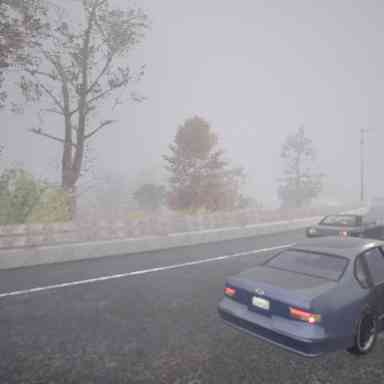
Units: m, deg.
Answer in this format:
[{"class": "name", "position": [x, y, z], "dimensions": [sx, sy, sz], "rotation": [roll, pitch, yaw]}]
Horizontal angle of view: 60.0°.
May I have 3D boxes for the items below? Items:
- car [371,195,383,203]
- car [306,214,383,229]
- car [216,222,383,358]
[{"class": "car", "position": [36.760, 1.318, 65.293], "dimensions": [1.837, 1.490, 4.892], "rotation": [0, 0, 12]}, {"class": "car", "position": [6.897, 1.606, 14.427], "dimensions": [4.718, 1.301, 1.895], "rotation": [0, 0, -43]}, {"class": "car", "position": [2.884, 1.550, 6.089], "dimensions": [5.357, 1.411, 2.033], "rotation": [0, 0, -39]}]
